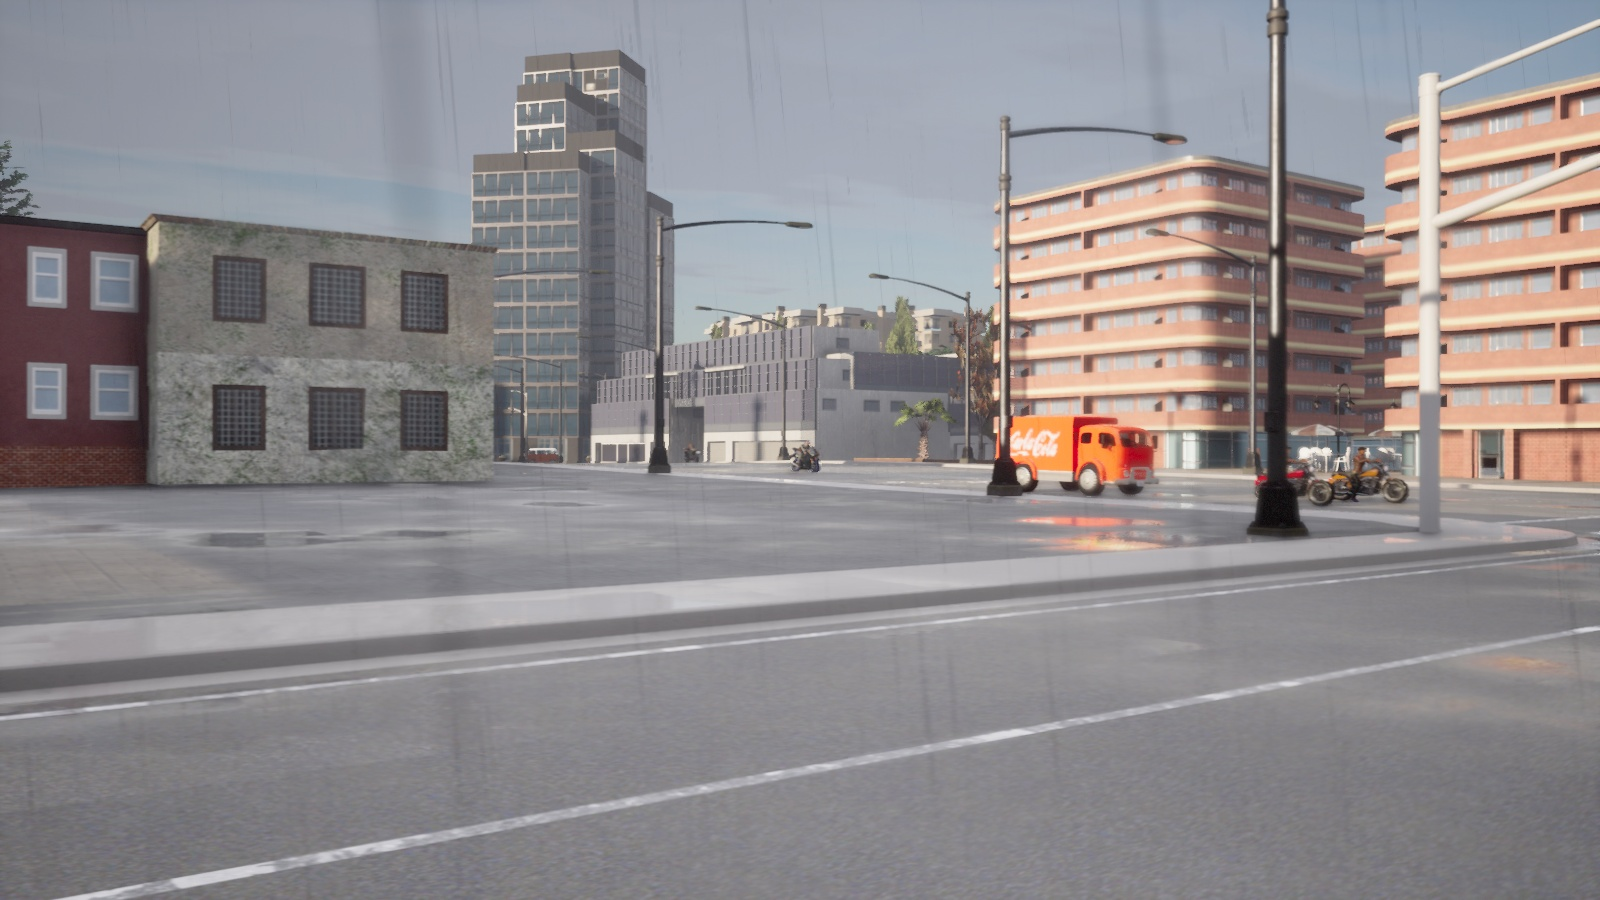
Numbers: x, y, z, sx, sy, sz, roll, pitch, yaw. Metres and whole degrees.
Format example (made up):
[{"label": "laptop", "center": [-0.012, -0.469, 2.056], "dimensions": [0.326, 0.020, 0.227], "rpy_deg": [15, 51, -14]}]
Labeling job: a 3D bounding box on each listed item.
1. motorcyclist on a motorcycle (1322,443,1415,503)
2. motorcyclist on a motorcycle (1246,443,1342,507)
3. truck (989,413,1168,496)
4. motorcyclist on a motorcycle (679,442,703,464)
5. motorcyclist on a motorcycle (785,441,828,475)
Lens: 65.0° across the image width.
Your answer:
[{"label": "motorcyclist on a motorcycle", "center": [16.163, 0.628, 35.757], "dimensions": [0.766, 1.649, 2.350], "rpy_deg": [0, 1, -35]}, {"label": "motorcyclist on a motorcycle", "center": [13.268, 0.632, 33.790], "dimensions": [0.766, 1.649, 2.350], "rpy_deg": [0, 1, -35]}, {"label": "truck", "center": [8.827, 0.112, 40.247], "dimensions": [2.627, 2.467, 5.204], "rpy_deg": [0, 1, -34]}, {"label": "motorcyclist on a motorcycle", "center": [-7.758, 0.215, 89.040], "dimensions": [0.797, 1.523, 2.044], "rpy_deg": [0, -1, -35]}, {"label": "motorcyclist on a motorcycle", "center": [0.291, 0.351, 58.821], "dimensions": [0.866, 1.530, 2.191], "rpy_deg": [0, 1, -35]}]
